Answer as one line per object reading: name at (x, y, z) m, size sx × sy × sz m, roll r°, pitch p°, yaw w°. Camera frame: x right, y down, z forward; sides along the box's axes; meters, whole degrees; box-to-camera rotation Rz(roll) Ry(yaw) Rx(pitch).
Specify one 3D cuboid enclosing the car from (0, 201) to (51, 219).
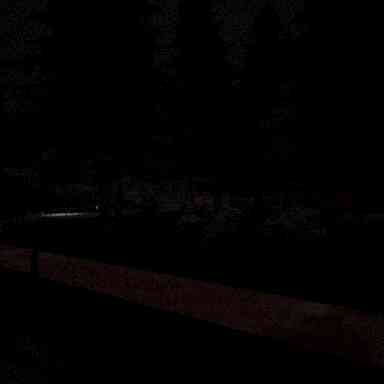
car at (-14.331, 1.438, 27.403) m, size 1.895 × 1.301 × 4.718 m, roll 0°, pitch 0°, yaw 35°

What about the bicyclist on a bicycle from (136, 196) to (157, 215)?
bicyclist on a bicycle at (-4.072, 1.141, 28.424) m, size 1.656 × 1.620 × 0.582 m, roll 0°, pitch 0°, yaw 15°

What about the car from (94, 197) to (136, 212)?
car at (-8.278, 1.329, 35.889) m, size 2.128 × 1.511 × 4.902 m, roll 0°, pitch 0°, yaw 36°

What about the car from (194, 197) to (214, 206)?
car at (1.426, 1.399, 42.983) m, size 1.882 × 1.535 × 5.008 m, roll 0°, pitch -4°, yaw 40°

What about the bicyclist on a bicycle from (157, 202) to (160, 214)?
bicyclist on a bicycle at (-3.511, 1.142, 28.907) m, size 1.656 × 1.620 × 0.582 m, roll 0°, pitch 0°, yaw 22°
